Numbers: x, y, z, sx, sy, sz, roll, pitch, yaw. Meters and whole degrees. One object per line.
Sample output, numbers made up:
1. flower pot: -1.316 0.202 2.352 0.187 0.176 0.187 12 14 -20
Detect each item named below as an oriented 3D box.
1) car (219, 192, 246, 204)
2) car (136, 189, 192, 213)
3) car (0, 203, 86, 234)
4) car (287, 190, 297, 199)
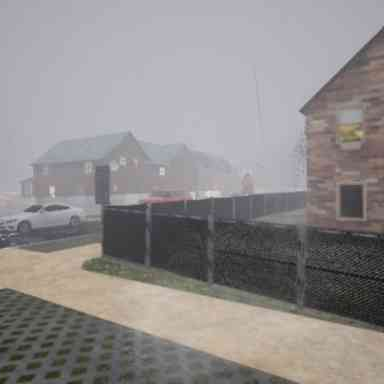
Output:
1. car: 4.405 0.770 36.798 2.128 1.511 4.902 0 1 34
2. car: -2.112 0.774 27.006 2.150 2.045 5.566 0 1 34
3. car: -8.047 1.331 18.155 1.812 1.442 4.674 0 1 36
4. car: 14.180 0.493 46.238 1.812 1.442 4.674 0 1 34
